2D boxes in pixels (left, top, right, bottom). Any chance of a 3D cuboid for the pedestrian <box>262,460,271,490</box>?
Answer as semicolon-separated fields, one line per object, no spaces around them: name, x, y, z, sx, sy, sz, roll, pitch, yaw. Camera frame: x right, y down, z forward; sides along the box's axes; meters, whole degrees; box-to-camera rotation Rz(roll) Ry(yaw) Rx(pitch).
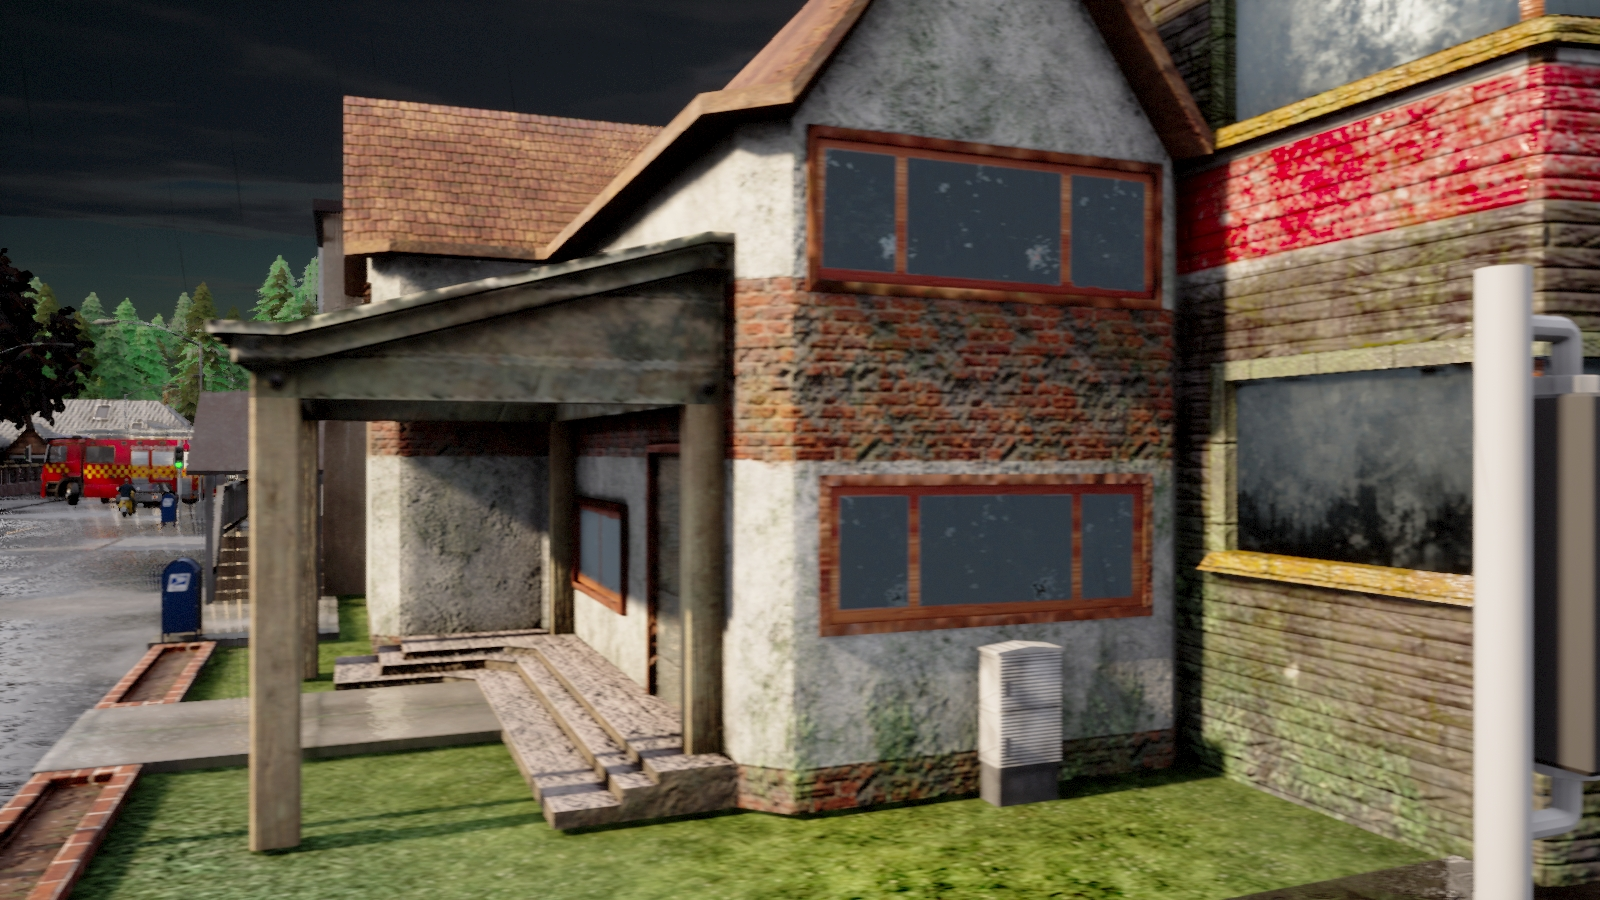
pedestrian;-32.437;1.517;69.420;0.375;1.860;0.375;0;0;-5

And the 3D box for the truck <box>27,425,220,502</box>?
truck;-34.733;0.671;58.819;8.468;3.827;2.891;0;0;6

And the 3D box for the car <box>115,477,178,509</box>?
car;-30.054;1.936;52.680;1.895;1.301;4.718;0;0;-22
